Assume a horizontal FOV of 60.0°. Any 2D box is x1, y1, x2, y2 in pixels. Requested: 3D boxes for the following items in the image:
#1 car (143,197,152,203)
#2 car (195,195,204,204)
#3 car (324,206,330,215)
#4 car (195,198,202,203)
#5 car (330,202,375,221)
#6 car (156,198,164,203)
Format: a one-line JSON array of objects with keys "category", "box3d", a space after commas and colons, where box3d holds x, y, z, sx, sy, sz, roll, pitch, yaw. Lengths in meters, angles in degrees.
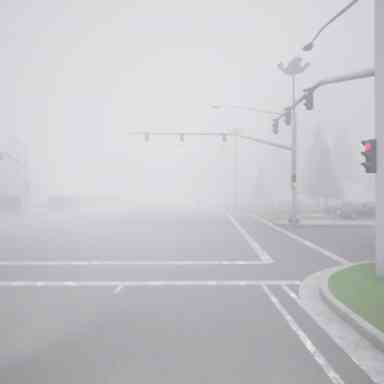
[{"category": "car", "box3d": [-12.194, 2.108, 91.184, 1.882, 1.535, 5.008, 0, 0, 0]}, {"category": "car", "box3d": [1.746, 2.044, 75.063, 1.812, 1.442, 4.674, 0, 0, 0]}, {"category": "car", "box3d": [16.426, 1.812, 35.750, 4.181, 1.385, 1.994, 0, 0, -1]}, {"category": "car", "box3d": [1.808, 2.230, 91.795, 1.895, 1.301, 4.718, 0, 0, 0]}, {"category": "car", "box3d": [15.047, 1.691, 28.732, 4.902, 1.511, 2.128, 0, 0, -1]}, {"category": "car", "box3d": [-8.694, 2.226, 91.220, 1.895, 1.301, 4.718, 0, 0, 0]}]
